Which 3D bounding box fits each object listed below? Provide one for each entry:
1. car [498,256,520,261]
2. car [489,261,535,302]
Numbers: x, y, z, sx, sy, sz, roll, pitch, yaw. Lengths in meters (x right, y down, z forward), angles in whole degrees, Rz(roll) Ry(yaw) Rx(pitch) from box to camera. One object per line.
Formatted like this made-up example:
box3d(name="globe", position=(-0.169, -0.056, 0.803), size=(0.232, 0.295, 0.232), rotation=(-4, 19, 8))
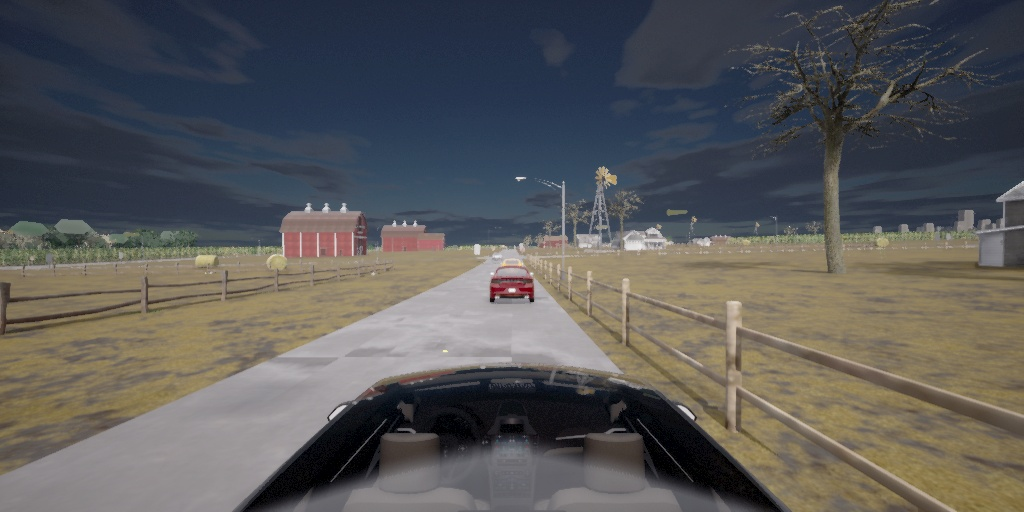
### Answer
box3d(name="car", position=(0.000, 1.002, 31.489), size=(1.882, 1.535, 5.008), rotation=(0, 1, 0))
box3d(name="car", position=(0.000, 1.172, 16.496), size=(1.882, 1.535, 5.008), rotation=(0, 0, 0))
